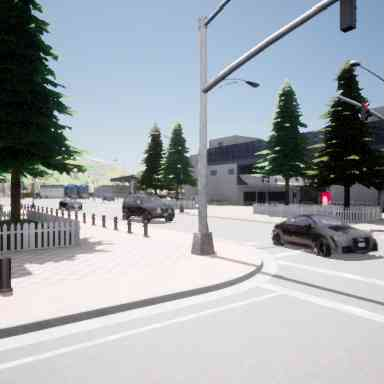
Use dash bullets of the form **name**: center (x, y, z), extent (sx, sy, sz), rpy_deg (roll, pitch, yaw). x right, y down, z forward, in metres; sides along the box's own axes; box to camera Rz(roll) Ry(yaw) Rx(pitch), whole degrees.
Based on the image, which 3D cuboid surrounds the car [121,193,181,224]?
- **car**: center (-3.491, 1.235, 25.545), extent (2.150, 2.045, 5.566), rpy_deg (0, 0, -36)

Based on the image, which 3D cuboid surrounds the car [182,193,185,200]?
- **car**: center (-3.867, 1.113, 85.969), extent (1.932, 1.855, 4.605), rpy_deg (0, 0, -37)

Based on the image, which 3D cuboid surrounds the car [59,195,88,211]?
- **car**: center (-14.922, 1.510, 40.818), extent (2.128, 1.511, 4.902), rpy_deg (0, 0, -37)

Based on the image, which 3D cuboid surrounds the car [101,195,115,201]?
- **car**: center (-20.905, 1.399, 82.760), extent (1.970, 1.475, 3.806), rpy_deg (0, 0, -37)

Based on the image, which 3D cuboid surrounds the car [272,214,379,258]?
- **car**: center (4.932, 1.574, 12.903), extent (1.994, 1.385, 4.181), rpy_deg (0, 0, -21)

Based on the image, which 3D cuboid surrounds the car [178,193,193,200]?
- **car**: center (-1.777, 1.092, 88.029), extent (1.905, 1.878, 3.866), rpy_deg (0, 0, -37)

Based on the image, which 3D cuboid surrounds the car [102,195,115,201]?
- **car**: center (-18.885, 1.389, 75.023), extent (1.845, 1.501, 3.633), rpy_deg (0, 0, -37)
